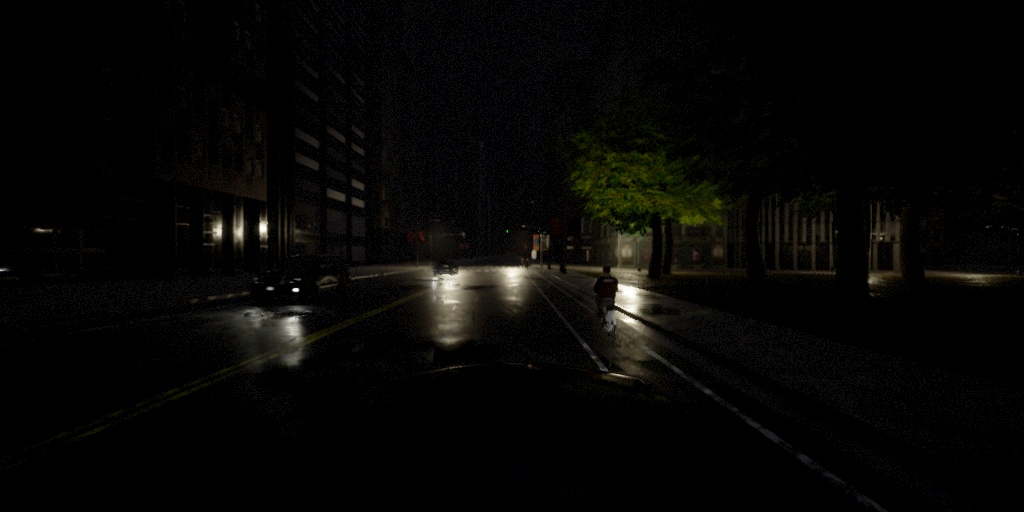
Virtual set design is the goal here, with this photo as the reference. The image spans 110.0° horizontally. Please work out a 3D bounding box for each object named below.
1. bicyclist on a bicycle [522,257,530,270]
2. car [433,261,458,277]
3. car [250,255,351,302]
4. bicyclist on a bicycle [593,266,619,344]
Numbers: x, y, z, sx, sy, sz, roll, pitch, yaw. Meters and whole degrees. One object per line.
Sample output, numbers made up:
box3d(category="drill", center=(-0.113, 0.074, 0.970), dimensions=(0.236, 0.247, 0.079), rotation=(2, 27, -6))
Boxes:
box3d(category="bicyclist on a bicycle", center=(2.181, 1.218, 51.383), dimensions=(0.866, 1.612, 1.509), rotation=(0, -1, 1))
box3d(category="car", center=(-6.587, 1.260, 35.789), dimensions=(1.837, 1.490, 4.892), rotation=(0, -1, 0))
box3d(category="car", center=(-9.850, 0.963, 17.365), dimensions=(2.150, 2.045, 5.566), rotation=(0, 0, 0))
box3d(category="bicyclist on a bicycle", center=(2.251, 1.115, 8.729), dimensions=(0.659, 1.776, 1.843), rotation=(0, 0, 0))
